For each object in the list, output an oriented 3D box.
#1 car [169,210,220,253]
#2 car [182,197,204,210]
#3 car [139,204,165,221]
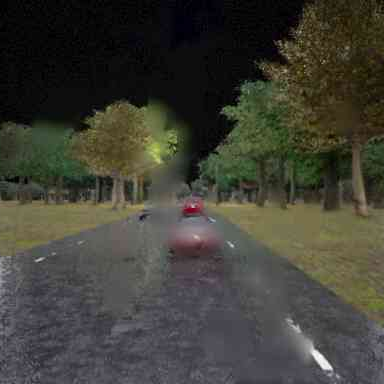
[{"bbox_3d":[0.100,1.675,14.313,1.994,1.385,4.181,0,0,0],"label":"car"},{"bbox_3d":[0.104,1.554,35.588,2.150,2.045,5.566,0,0,0],"label":"car"},{"bbox_3d":[-3.543,1.819,30.151,2.033,1.411,5.357,0,-1,1],"label":"car"}]
